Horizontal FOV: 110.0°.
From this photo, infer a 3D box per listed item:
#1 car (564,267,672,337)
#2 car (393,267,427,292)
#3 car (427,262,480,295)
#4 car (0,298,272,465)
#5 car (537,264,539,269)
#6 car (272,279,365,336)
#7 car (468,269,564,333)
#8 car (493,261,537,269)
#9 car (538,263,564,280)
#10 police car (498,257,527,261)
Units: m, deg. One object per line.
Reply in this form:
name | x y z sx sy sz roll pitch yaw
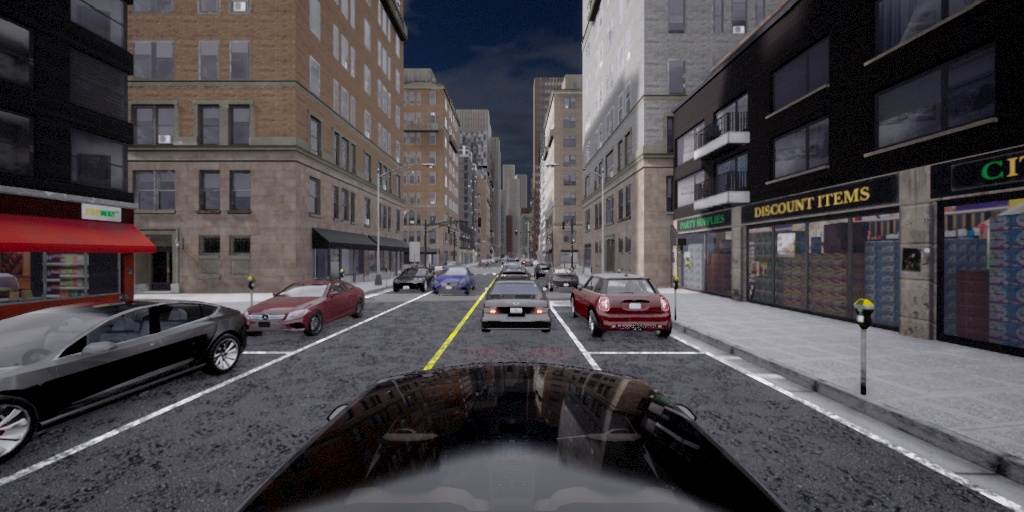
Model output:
car | 2.870 1.187 10.272 1.967 1.591 4.097 0 0 0
car | -5.635 1.311 21.291 1.948 1.339 4.313 0 0 0
car | -3.058 1.271 19.691 1.812 1.442 4.674 0 0 0
car | -5.666 1.315 4.787 1.948 1.339 4.313 0 0 0
car | 2.911 1.311 32.278 1.948 1.339 4.313 0 0 0
car | -5.656 1.329 10.289 1.802 1.307 4.207 0 0 0
car | 0.111 1.295 10.744 2.033 1.411 5.357 0 0 0
car | 0.132 1.237 21.267 2.128 1.511 4.902 0 0 0
car | 2.890 1.296 21.275 2.007 1.370 4.403 0 0 0
police car | 0.051 1.170 31.286 1.930 1.638 5.238 0 0 0
